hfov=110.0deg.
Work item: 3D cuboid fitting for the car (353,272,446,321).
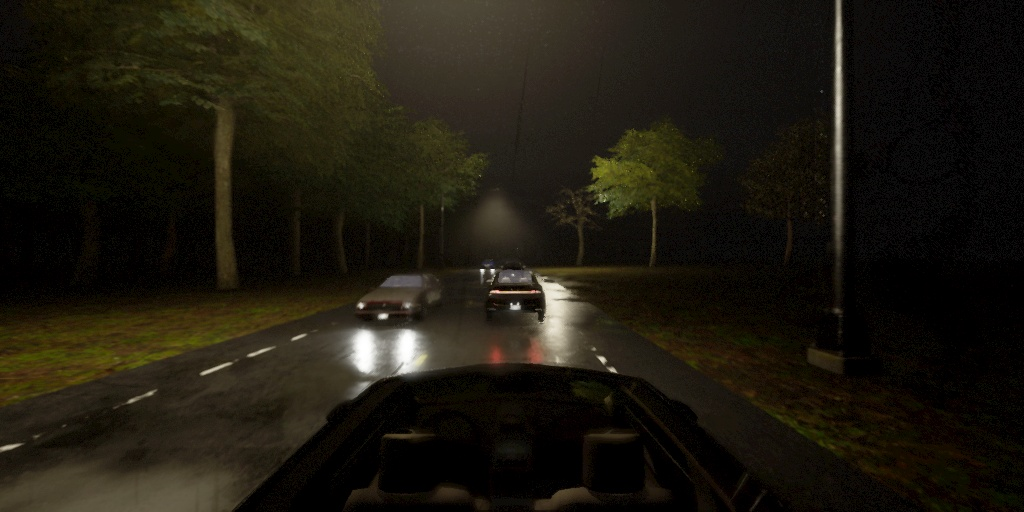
[{"bbox_3d":[-3.600,1.299,12.684,2.033,1.411,5.357,0,0,0],"label":"car"}]

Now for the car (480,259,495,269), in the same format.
[{"bbox_3d":[-3.583,1.239,53.554,1.812,1.442,4.674,0,0,0],"label":"car"}]

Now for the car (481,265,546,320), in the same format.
[{"bbox_3d":[0.099,1.243,12.571,2.128,1.511,4.902,0,0,0],"label":"car"}]

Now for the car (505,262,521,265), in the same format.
[{"bbox_3d":[0.096,1.245,30.946,1.837,1.490,4.892,0,0,0],"label":"car"}]
